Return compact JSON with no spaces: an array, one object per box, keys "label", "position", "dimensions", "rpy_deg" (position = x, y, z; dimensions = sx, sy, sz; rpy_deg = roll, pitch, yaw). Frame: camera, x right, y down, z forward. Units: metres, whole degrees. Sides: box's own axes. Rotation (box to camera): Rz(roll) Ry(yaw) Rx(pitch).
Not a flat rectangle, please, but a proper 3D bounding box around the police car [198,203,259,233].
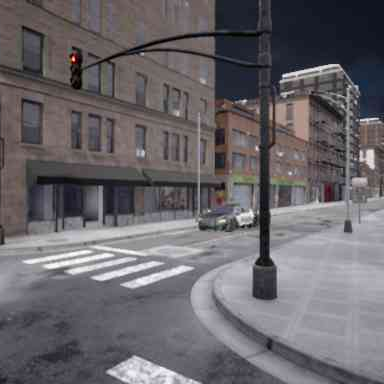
[{"label":"police car","position":[2.240,1.481,19.570],"dimensions":[2.038,1.542,4.974],"rpy_deg":[0,0,36]}]
